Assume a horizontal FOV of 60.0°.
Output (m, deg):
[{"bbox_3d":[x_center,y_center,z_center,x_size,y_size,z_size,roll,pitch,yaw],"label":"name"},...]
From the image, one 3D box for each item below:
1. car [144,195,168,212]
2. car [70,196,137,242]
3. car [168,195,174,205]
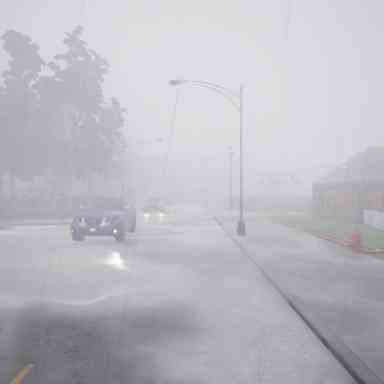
[{"bbox_3d":[-4.214,1.354,37.947,2.097,1.767,4.553,0,0,0],"label":"car"},{"bbox_3d":[-4.152,1.221,16.620,2.150,2.045,5.566,0,0,0],"label":"car"},{"bbox_3d":[-4.178,1.350,57.322,2.097,1.767,4.553,0,0,0],"label":"car"}]
